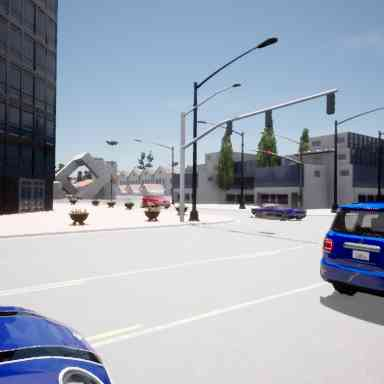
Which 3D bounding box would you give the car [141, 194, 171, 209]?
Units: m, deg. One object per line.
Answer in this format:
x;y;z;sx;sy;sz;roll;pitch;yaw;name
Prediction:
-5.058;1.319;45.950;2.150;2.045;5.566;1;-1;-35;car

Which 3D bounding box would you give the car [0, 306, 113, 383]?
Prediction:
-2.700;1.352;1.818;4.553;1.767;2.097;0;0;-35;car

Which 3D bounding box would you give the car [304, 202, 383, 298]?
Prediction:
5.232;1.240;7.526;5.566;2.045;2.150;0;0;-35;car

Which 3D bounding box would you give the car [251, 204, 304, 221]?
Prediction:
7.302;1.705;28.223;1.895;1.301;4.718;1;0;-35;car
